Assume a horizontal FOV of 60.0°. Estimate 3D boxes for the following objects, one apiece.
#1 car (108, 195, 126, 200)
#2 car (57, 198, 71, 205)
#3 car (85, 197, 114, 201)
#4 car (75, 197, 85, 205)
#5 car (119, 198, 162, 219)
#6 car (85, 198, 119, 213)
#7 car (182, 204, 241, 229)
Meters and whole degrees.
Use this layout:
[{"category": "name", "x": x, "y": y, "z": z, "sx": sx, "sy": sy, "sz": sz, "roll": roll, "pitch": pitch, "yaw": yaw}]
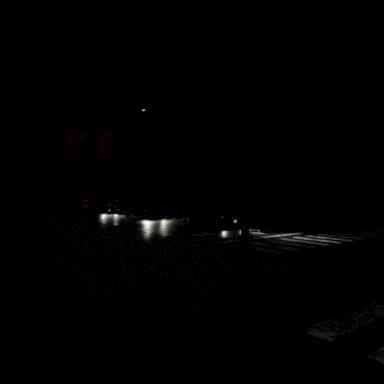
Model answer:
[{"category": "car", "x": -12.171, "y": 1.420, "z": 52.696, "sx": 2.150, "sy": 2.045, "sz": 5.566, "roll": 0, "pitch": 0, "yaw": -35}, {"category": "car", "x": -25.088, "y": 1.819, "z": 65.136, "sx": 1.994, "sy": 1.385, "sz": 4.181, "roll": 0, "pitch": 0, "yaw": -36}, {"category": "car", "x": -13.835, "y": 1.786, "z": 49.454, "sx": 1.895, "sy": 1.301, "sz": 4.718, "roll": 0, "pitch": 0, "yaw": -36}, {"category": "car", "x": -21.818, "y": 1.760, "z": 66.155, "sx": 1.837, "sy": 1.490, "sz": 4.892, "roll": 0, "pitch": 0, "yaw": -36}, {"category": "car", "x": -4.575, "y": 1.579, "z": 30.631, "sx": 1.882, "sy": 1.535, "sz": 5.008, "roll": 0, "pitch": 0, "yaw": -35}, {"category": "car", "x": -10.475, "y": 1.741, "z": 38.867, "sx": 1.895, "sy": 1.301, "sz": 4.718, "roll": 0, "pitch": 0, "yaw": -36}, {"category": "car", "x": 1.245, "y": 1.554, "z": 22.519, "sx": 2.128, "sy": 1.511, "sz": 4.902, "roll": 0, "pitch": 0, "yaw": -36}]
